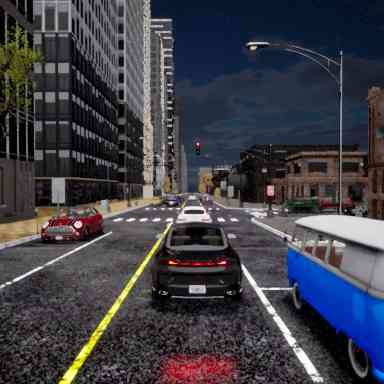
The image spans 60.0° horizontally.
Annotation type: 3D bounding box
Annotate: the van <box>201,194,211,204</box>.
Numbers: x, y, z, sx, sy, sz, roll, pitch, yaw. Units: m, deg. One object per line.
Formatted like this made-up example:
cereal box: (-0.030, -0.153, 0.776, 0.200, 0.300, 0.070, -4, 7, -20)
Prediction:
van: (2.736, 1.325, 65.387, 1.690, 1.788, 3.998, -1, 0, 0)

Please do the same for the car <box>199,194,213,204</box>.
car: (2.733, 1.425, 59.743, 1.967, 1.590, 4.097, -1, 0, 0)

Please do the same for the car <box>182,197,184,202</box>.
car: (-2.949, 1.509, 67.887, 1.812, 1.442, 4.674, 0, 0, 0)

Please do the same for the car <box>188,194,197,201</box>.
car: (0.075, 1.504, 81.055, 1.812, 1.442, 4.674, 0, 0, 0)

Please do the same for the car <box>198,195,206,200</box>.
car: (2.766, 1.531, 93.607, 2.008, 1.369, 4.403, -1, 0, 0)

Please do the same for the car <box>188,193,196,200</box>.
car: (0.085, 1.257, 91.058, 2.097, 1.767, 4.553, 0, 0, 0)

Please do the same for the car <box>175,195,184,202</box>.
car: (-2.925, 1.534, 78.880, 1.994, 1.385, 4.181, 0, 0, 0)

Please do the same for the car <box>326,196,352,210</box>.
car: (16.563, 1.411, 39.441, 5.009, 1.841, 2.192, 1, 0, 1)

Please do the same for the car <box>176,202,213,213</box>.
car: (0.111, 1.520, 18.770, 1.812, 1.442, 4.674, 0, 0, 0)

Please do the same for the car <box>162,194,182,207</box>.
car: (-3.042, 1.478, 52.082, 2.128, 1.511, 4.902, 0, 0, 0)

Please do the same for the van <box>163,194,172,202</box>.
van: (-5.600, 1.323, 76.738, 1.690, 1.788, 3.998, -1, 0, 0)

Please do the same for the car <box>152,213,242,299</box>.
car: (0.105, 1.502, 8.414, 1.837, 1.490, 4.892, 0, 0, 0)

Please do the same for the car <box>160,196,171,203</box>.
car: (-5.602, 1.549, 71.094, 1.947, 1.339, 4.313, -1, 0, 0)

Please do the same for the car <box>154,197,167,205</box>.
car: (-5.613, 1.551, 59.805, 1.947, 1.339, 4.313, -1, 0, 0)

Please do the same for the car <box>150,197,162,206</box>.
car: (-5.789, 1.512, 53.992, 1.752, 1.417, 4.829, -1, 0, 0)

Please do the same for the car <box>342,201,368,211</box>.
car: (16.446, 1.793, 31.065, 4.313, 1.339, 1.947, 1, 0, 1)

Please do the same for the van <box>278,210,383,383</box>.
van: (2.680, 1.340, 5.122, 1.690, 1.788, 3.998, -1, 0, 0)

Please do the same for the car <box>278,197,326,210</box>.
car: (11.915, 1.445, 36.858, 4.553, 1.767, 2.097, 1, 1, 0)

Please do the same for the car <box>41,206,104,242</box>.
car: (-5.688, 1.435, 16.214, 1.967, 1.590, 4.097, -1, 0, 0)
